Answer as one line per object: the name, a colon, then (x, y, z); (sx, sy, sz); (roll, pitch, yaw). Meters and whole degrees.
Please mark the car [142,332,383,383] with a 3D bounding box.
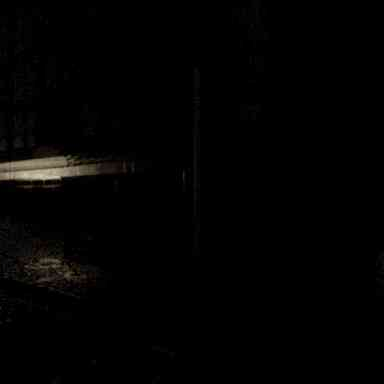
car: (1.456, 1.580, 1.922); (4.206, 1.307, 1.802); (-1, 0, 35)
